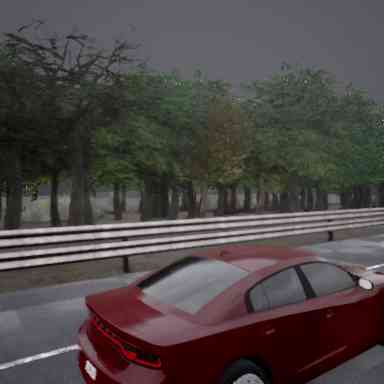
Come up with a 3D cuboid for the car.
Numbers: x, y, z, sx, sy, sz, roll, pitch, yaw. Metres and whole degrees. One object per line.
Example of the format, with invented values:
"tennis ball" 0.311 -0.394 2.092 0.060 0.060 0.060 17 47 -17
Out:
"car" 1.084 1.470 4.525 5.008 1.535 1.882 0 0 -35
